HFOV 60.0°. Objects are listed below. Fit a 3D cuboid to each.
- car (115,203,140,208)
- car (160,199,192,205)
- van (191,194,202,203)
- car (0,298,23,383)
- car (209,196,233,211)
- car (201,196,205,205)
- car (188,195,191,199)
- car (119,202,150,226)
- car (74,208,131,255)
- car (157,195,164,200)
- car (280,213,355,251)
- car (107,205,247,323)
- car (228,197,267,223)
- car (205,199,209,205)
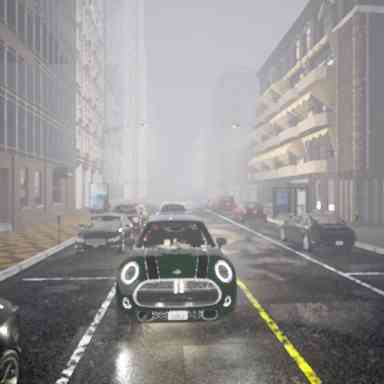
[{"bbox_3d":[-3.740,1.441,18.869,1.967,1.590,4.097,0,0,-4],"label":"car"},{"bbox_3d":[-1.226,1.479,21.569,1.882,1.535,5.008,0,0,-4],"label":"car"},{"bbox_3d":[1.197,1.366,70.154,1.690,1.788,3.998,0,0,-4],"label":"van"},{"bbox_3d":[-2.599,1.566,1.961,1.947,1.339,4.313,0,0,-4],"label":"car"},{"bbox_3d":[3.481,1.320,36.340,2.192,1.841,5.009,0,0,-4],"label":"car"},{"bbox_3d":[2.719,1.590,47.611,1.802,1.307,4.206,0,0,-4],"label":"car"},{"bbox_3d":[0.818,1.596,75.790,1.947,1.339,4.313,0,0,-4],"label":"car"},{"bbox_3d":[-4.109,1.528,24.334,1.752,1.417,4.829,0,0,-4],"label":"car"},{"bbox_3d":[-3.359,1.551,13.232,2.008,1.369,4.403,0,0,-4],"label":"car"},{"bbox_3d":[-8.686,1.487,92.134,1.967,1.590,4.097,0,0,-4],"label":"car"},{"bbox_3d":[5.002,1.550,13.797,2.008,1.369,4.403,0,0,-4],"label":"car"},{"bbox_3d":[-0.373,1.351,7.472,2.097,1.767,4.553,0,0,-4],"label":"car"},{"bbox_3d":[4.241,1.441,25.068,1.967,1.590,4.097,0,0,-4],"label":"car"},{"bbox_3d":[3.100,1.588,41.976,1.802,1.307,4.206,0,0,-4],"label":"car"}]
